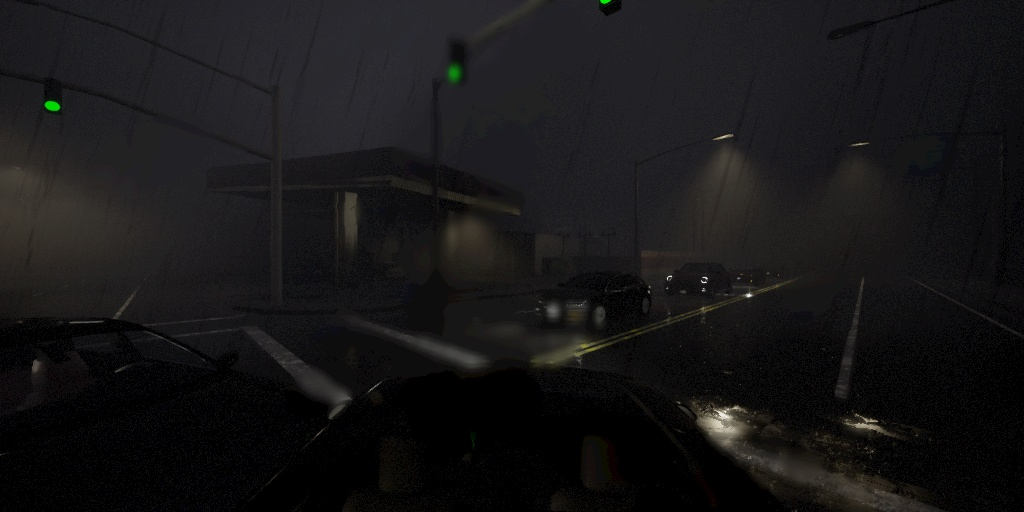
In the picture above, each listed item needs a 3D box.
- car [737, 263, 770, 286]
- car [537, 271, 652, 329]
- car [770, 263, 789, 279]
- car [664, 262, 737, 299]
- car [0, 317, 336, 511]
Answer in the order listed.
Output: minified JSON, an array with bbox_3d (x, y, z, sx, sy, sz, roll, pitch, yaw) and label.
[{"bbox_3d":[16.495,1.314,25.349,1.994,1.385,4.181,0,0,44],"label":"car"},{"bbox_3d":[2.812,1.255,11.510,1.837,1.490,4.892,0,0,44],"label":"car"},{"bbox_3d":[23.586,1.314,32.446,4.181,1.385,1.994,0,0,-45],"label":"car"},{"bbox_3d":[9.610,1.102,18.397,2.097,1.767,4.553,0,0,45],"label":"car"},{"bbox_3d":[-3.435,1.242,2.455,4.902,1.511,2.128,0,0,15],"label":"car"}]
